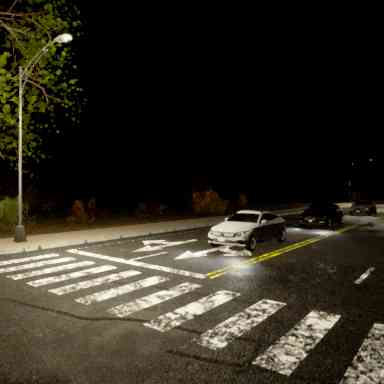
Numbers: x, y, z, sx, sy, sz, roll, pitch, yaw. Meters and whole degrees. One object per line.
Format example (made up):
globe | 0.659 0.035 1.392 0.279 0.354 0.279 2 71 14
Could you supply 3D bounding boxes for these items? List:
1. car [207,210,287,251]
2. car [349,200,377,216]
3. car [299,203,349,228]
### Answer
car | 2.538 1.519 14.318 1.812 1.442 4.674 0 0 38
car | 16.735 1.517 32.481 1.812 1.442 4.674 0 0 38
car | 8.709 1.496 22.219 1.837 1.490 4.892 0 0 38
